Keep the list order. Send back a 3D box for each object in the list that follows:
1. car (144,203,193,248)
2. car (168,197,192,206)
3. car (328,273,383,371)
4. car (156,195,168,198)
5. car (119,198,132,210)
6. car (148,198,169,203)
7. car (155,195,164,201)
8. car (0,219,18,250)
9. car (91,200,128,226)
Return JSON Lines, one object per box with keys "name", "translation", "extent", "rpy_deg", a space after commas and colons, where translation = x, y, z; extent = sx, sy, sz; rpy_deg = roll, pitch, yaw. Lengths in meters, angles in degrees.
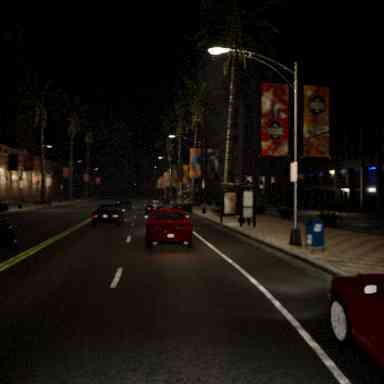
{"name": "car", "translation": [-1.116, 1.501, 15.014], "extent": [1.882, 1.535, 5.008], "rpy_deg": [0, 0, -7]}
{"name": "car", "translation": [-1.088, 1.546, 35.599], "extent": [2.231, 1.521, 4.892], "rpy_deg": [0, 0, -9]}
{"name": "car", "translation": [3.092, 1.505, 3.367], "extent": [1.882, 1.535, 5.008], "rpy_deg": [0, 0, 0]}
{"name": "car", "translation": [-5.450, 1.448, 64.648], "extent": [2.185, 1.767, 4.553], "rpy_deg": [0, 0, -9]}
{"name": "car", "translation": [-8.931, 1.520, 44.115], "extent": [2.128, 1.511, 4.902], "rpy_deg": [0, 0, -9]}
{"name": "car", "translation": [-3.758, 1.589, 33.274], "extent": [2.033, 1.411, 5.357], "rpy_deg": [0, 0, -9]}
{"name": "car", "translation": [-8.412, 1.631, 86.378], "extent": [2.161, 1.482, 4.786], "rpy_deg": [0, 0, -9]}
{"name": "car", "translation": [-7.818, 1.535, 11.755], "extent": [1.994, 1.385, 4.181], "rpy_deg": [0, 0, -8]}
{"name": "car", "translation": [-5.778, 1.555, 23.171], "extent": [2.033, 1.411, 5.357], "rpy_deg": [0, 0, -9]}
